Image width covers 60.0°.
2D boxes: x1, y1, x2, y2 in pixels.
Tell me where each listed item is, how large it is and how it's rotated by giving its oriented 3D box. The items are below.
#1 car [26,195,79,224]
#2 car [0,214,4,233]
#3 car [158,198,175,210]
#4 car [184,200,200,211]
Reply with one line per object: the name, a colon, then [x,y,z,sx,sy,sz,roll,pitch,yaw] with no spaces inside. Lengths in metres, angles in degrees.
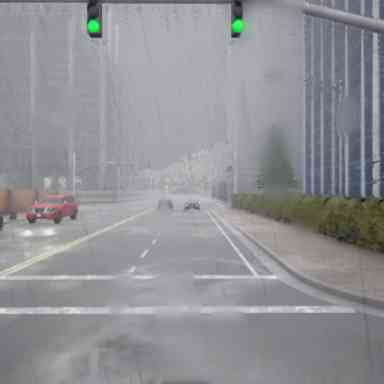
car: [-10.583,1.251,25.730,2.150,2.045,5.566,0,0,0]
car: [-10.594,1.507,15.060,1.882,1.535,5.008,0,0,0]
car: [-3.443,1.529,44.117,1.837,1.490,4.892,0,0,1]
car: [0.027,1.623,40.894,1.895,1.301,4.718,0,0,0]
